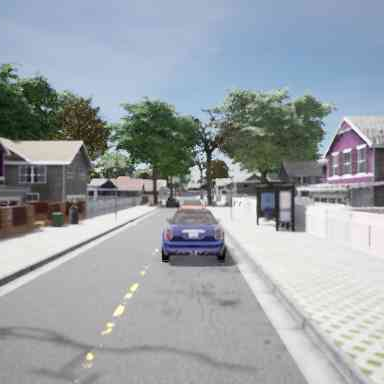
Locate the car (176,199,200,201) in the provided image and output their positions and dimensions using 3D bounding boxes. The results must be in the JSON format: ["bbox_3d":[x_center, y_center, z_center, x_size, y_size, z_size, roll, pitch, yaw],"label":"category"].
[{"bbox_3d":[0.058,1.401,27.615,2.097,1.767,4.553,0,0,0],"label":"car"}]

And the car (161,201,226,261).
[{"bbox_3d":[0.061,1.374,12.499,2.097,1.767,4.553,0,0,0],"label":"car"}]

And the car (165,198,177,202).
[{"bbox_3d":[-2.847,1.563,48.474,1.882,1.535,5.008,0,0,0],"label":"car"}]
